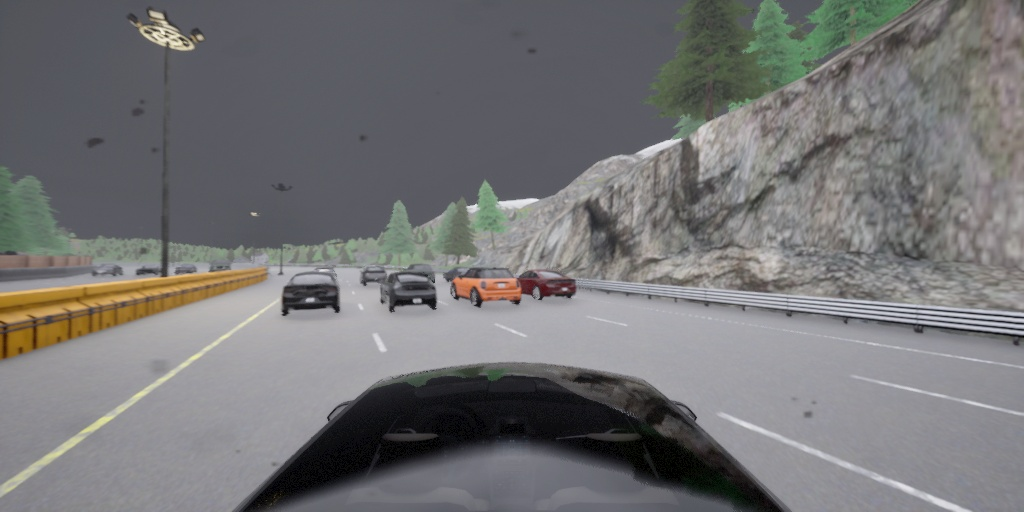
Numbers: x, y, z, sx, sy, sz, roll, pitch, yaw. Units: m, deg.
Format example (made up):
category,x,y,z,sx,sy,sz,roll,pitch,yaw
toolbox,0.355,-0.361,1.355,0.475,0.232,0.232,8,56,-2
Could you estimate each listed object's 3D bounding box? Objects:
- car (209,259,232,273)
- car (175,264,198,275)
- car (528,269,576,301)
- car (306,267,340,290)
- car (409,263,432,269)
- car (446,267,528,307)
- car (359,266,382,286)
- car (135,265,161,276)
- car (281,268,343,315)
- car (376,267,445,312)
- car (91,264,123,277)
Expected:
category,x,y,z,sx,sy,sz,roll,pitch,yaw
car,-39.691,1.490,48.914,2.150,2.045,5.566,1,-1,-36
car,-42.912,1.795,47.428,2.033,1.411,5.357,1,-1,-36
car,1.430,1.435,19.183,1.882,1.535,5.008,0,0,-25
car,-13.849,1.577,26.464,2.033,1.411,5.357,0,-1,-26
car,-7.969,1.432,30.360,2.097,1.767,4.553,0,-1,-26
car,-1.356,1.279,16.894,2.097,1.767,4.553,0,-1,-26
car,-11.146,1.553,28.891,2.128,1.511,4.902,0,-1,-26
car,-45.580,1.819,45.099,1.895,1.301,4.718,1,-1,-36
car,-7.998,1.371,14.559,1.882,1.535,5.008,0,0,-25
car,-4.539,1.415,15.434,1.837,1.490,4.892,0,0,-26
car,-48.267,1.680,42.839,2.128,1.511,4.902,1,-1,-36
